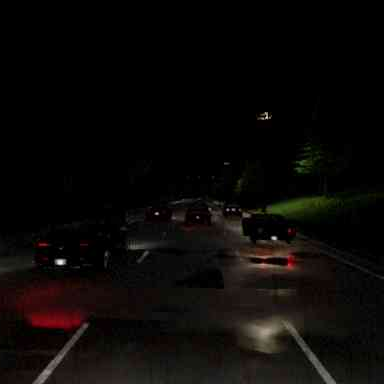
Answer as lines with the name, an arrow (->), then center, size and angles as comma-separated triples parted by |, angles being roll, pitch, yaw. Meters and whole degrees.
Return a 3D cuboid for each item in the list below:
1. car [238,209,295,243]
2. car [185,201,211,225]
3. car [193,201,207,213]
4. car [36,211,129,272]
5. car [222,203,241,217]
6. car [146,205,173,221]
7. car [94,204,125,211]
car -> 3.714, 1.768, 16.998 | 1.895, 1.301, 4.718 | 0, -1, 1
car -> 0.500, 1.722, 26.442 | 1.882, 1.535, 5.008 | 0, -1, 2
car -> 1.065, 1.925, 43.312 | 1.812, 1.442, 4.674 | 0, -1, 2
car -> -3.395, 1.597, 11.095 | 1.837, 1.490, 4.892 | 0, -1, 1
car -> 4.321, 1.890, 36.025 | 2.033, 1.411, 5.357 | 0, -1, 2
car -> -2.885, 1.830, 29.969 | 1.994, 1.385, 4.181 | 0, -1, 2
car -> -6.510, 1.726, 26.292 | 1.837, 1.490, 4.892 | 0, -1, 2
